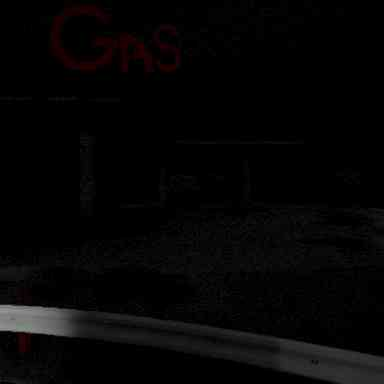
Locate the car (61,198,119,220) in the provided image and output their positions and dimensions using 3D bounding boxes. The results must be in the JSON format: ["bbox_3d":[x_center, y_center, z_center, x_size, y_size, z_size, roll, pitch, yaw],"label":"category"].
[{"bbox_3d":[-6.603,1.170,21.599,3.633,1.501,1.845,-1,1,-6],"label":"car"}]
